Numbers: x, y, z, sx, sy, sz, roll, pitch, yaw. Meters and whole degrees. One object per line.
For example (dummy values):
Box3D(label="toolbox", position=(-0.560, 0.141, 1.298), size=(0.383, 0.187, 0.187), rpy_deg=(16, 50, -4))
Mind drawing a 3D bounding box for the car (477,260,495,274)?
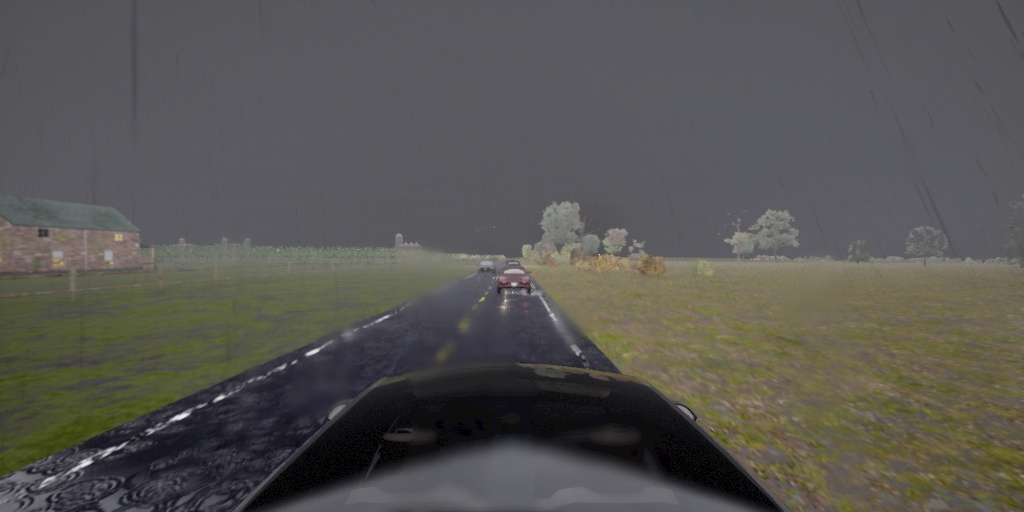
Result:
Box3D(label="car", position=(-2.811, 1.238, 40.620), size=(1.882, 1.535, 5.008), rpy_deg=(0, 0, 0))

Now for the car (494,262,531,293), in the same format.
Box3D(label="car", position=(0.113, 1.280, 20.676), size=(1.812, 1.442, 4.674), rpy_deg=(0, 0, 0))
